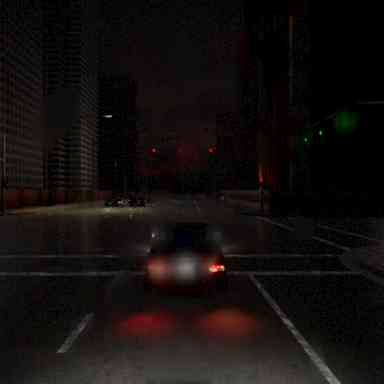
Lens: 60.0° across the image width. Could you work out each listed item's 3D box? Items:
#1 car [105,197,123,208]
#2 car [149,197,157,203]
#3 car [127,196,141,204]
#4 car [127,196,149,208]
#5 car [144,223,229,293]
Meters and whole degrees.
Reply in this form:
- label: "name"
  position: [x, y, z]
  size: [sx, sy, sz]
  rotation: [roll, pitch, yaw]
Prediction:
- label: "car"
  position: [-11.544, 1.479, 49.306]
  size: [2.128, 1.511, 4.902]
  rotation: [0, 0, 0]
- label: "car"
  position: [-8.016, 1.585, 66.037]
  size: [1.895, 1.301, 4.718]
  rotation: [0, 0, 0]
- label: "car"
  position: [-11.517, 1.488, 65.948]
  size: [1.837, 1.490, 4.892]
  rotation: [0, 0, 0]
- label: "car"
  position: [-8.045, 1.492, 49.322]
  size: [1.837, 1.490, 4.892]
  rotation: [0, 0, 0]
- label: "car"
  position: [-0.171, 1.545, 8.996]
  size: [2.033, 1.411, 5.357]
  rotation: [0, 0, -1]
